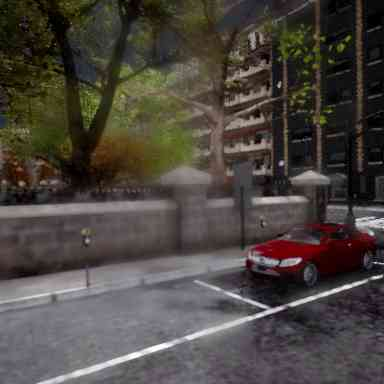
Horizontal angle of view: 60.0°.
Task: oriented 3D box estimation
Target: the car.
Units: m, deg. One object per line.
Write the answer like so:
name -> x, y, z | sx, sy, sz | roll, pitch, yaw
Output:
car -> 3.321, 1.497, 8.901 | 4.206, 1.307, 1.802 | -1, 0, -35
